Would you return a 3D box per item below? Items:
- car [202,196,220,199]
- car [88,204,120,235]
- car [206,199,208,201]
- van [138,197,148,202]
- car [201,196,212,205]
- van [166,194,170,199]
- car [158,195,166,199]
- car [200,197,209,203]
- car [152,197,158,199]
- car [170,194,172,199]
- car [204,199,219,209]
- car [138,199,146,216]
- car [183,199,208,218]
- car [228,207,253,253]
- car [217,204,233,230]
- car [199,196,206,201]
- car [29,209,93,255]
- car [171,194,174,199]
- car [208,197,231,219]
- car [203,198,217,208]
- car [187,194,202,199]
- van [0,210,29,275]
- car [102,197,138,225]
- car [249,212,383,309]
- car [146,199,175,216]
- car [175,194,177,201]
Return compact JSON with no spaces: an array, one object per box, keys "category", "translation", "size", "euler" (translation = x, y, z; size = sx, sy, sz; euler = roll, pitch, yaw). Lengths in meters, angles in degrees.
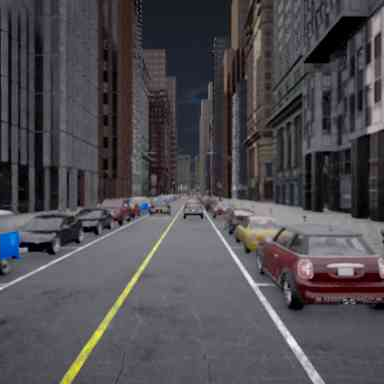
[{"category":"car","translation":[2.772,1.437,41.724],"size":[2.192,1.841,5.009],"euler":[0,0,0]},{"category":"car","translation":[-5.759,1.623,19.169],"size":[1.947,1.339,4.313],"euler":[0,0,0]},{"category":"car","translation":[2.771,1.671,36.086],"size":[1.947,1.339,4.313],"euler":[0,0,0]},{"category":"van","translation":[-5.755,1.447,36.080],"size":[1.690,1.788,3.998],"euler":[0,0,0]},{"category":"car","translation":[2.778,1.629,64.268],"size":[1.967,1.590,4.097],"euler":[0,0,0]},{"category":"van","translation":[-5.747,1.531,64.263],"size":[1.690,1.788,3.998],"euler":[0,0,0]},{"category":"car","translation":[-5.750,1.596,52.990],"size":[1.967,1.590,4.097],"euler":[0,0,0]},{"category":"car","translation":[2.782,1.791,75.540],"size":[1.947,1.339,4.313],"euler":[0,0,0]},{"category":"car","translation":[-5.753,1.563,41.717],"size":[1.967,1.590,4.097],"euler":[0,0,0]},{"category":"car","translation":[-5.745,1.732,69.730],"size":[1.752,1.417,4.829],"euler":[0,0,0]},{"category":"car","translation":[2.774,1.684,47.359],"size":[1.887,1.381,4.507],"euler":[0,0,0]},{"category":"car","translation":[-5.756,1.635,30.443],"size":[1.887,1.381,4.507],"euler":[0,0,0]},{"category":"car","translation":[0.114,1.638,30.900],"size":[2.033,1.411,5.357],"euler":[0,0,0]},{"category":"car","translation":[2.764,1.565,13.711],"size":[1.752,1.417,4.829],"euler":[0,0,0]},{"category":"car","translation":[2.766,1.607,19.178],"size":[2.008,1.369,4.403],"euler":[0,0,0]},{"category":"car","translation":[2.787,1.864,92.449],"size":[1.802,1.307,4.206],"euler":[0,0,0]},{"category":"car","translation":[-5.761,1.606,13.533],"size":[1.947,1.339,4.313],"euler":[0,0,0]},{"category":"car","translation":[-5.743,1.777,75.535],"size":[2.008,1.369,4.403],"euler":[0,0,0]},{"category":"car","translation":[2.769,1.529,30.450],"size":[1.967,1.590,4.097],"euler":[0,0,0]},{"category":"car","translation":[2.776,1.721,52.996],"size":[1.947,1.339,4.313],"euler":[0,0,0]},{"category":"car","translation":[0.051,1.492,47.815],"size":[2.097,1.767,4.553],"euler":[0,0,1]},{"category":"van","translation":[-5.763,1.365,7.896],"size":[1.690,1.788,3.998],"euler":[0,0,0]},{"category":"car","translation":[-5.758,1.388,24.806],"size":[2.192,1.841,5.009],"euler":[0,0,0]},{"category":"car","translation":[2.762,1.463,7.905],"size":[1.967,1.590,4.097],"euler":[0,0,0]},{"category":"car","translation":[-3.082,1.662,33.327],"size":[1.994,1.385,4.181],"euler":[0,0,0]},{"category":"car","translation":[-5.740,1.704,86.809],"size":[1.967,1.590,4.097],"euler":[0,0,0]}]
